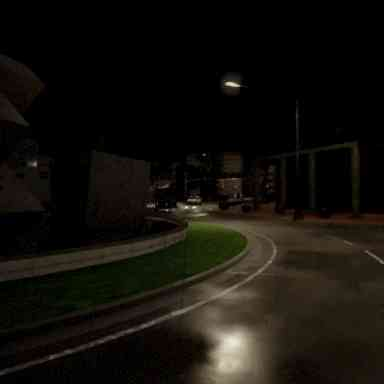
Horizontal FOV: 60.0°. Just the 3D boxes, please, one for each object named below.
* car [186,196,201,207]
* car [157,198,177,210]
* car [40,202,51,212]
[{"bbox_3d":[0.398,1.973,69.943,2.150,2.045,5.566,0,-1,16],"label":"car"},{"bbox_3d":[-4.183,1.970,55.546,2.097,1.767,4.553,-1,-1,21],"label":"car"},{"bbox_3d":[-18.728,2.027,40.673,4.902,1.511,2.128,0,-1,-19],"label":"car"}]
